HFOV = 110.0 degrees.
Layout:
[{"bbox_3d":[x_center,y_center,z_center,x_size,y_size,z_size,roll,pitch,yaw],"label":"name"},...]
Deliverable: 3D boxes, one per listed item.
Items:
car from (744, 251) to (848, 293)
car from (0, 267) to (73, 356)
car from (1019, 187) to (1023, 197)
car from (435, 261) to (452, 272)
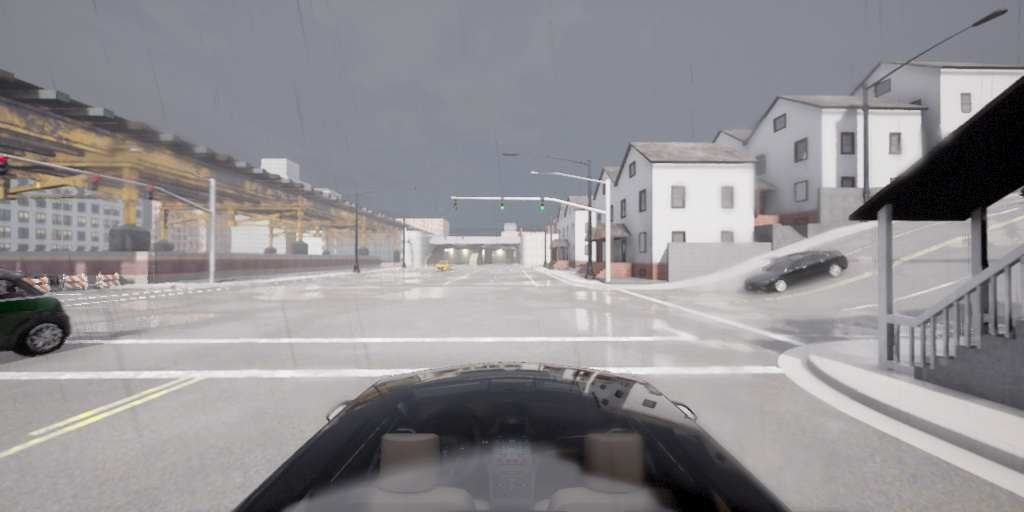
[{"bbox_3d":[14.600,0.737,18.645,4.892,1.490,1.837,-16,0,-1],"label":"car"},{"bbox_3d":[-10.495,1.105,5.671,2.097,1.767,4.553,0,0,0],"label":"car"},{"bbox_3d":[30.137,-3.993,18.912,4.718,1.301,1.895,-12,0,0],"label":"car"},{"bbox_3d":[-10.443,1.526,54.633,1.882,1.535,5.008,0,1,0],"label":"car"}]
